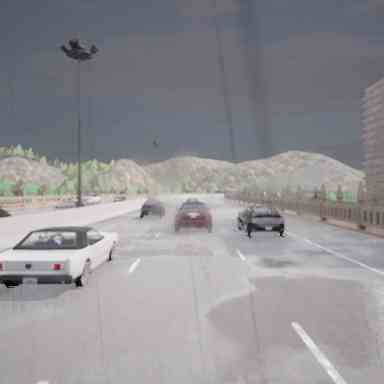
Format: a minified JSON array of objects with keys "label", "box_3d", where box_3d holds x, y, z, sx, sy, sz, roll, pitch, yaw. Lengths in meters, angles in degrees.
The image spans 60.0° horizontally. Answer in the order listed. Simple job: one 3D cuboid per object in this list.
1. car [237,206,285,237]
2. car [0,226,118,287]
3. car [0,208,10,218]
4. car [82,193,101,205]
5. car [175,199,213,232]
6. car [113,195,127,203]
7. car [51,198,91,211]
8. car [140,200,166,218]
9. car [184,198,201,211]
[{"label":"car","box_3d":[3.584,1.478,17.921,2.128,1.511,4.902,0,0,0]},{"label":"car","box_3d":[-3.415,1.596,9.236,1.895,1.301,4.718,0,0,0]},{"label":"car","box_3d":[-14.113,1.554,22.331,1.994,1.385,4.181,0,0,0]},{"label":"car","box_3d":[-17.555,1.173,57.874,2.150,2.045,5.566,0,0,0]},{"label":"car","box_3d":[0.082,1.338,20.056,2.097,1.767,4.553,0,0,0]},{"label":"car","box_3d":[-14.060,1.401,65.045,2.128,1.511,4.902,0,0,0]},{"label":"car","box_3d":[-10.609,1.510,28.775,1.812,1.442,4.674,0,0,0]},{"label":"car","box_3d":[-3.427,1.486,29.672,1.837,1.490,4.892,0,0,0]},{"label":"car","box_3d":[0.063,1.520,40.988,2.033,1.411,5.357,0,0,0]}]
